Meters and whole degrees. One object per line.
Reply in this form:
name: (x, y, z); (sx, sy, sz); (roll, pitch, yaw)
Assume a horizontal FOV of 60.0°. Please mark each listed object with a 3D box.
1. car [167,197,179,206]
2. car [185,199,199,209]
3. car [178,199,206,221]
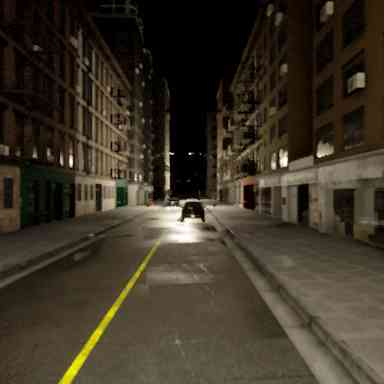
car: (-3.045, 1.574, 54.999); (2.128, 1.511, 4.902); (0, 0, 0)
car: (0.026, 1.664, 48.684); (1.895, 1.301, 4.718); (0, 0, 0)
car: (0.081, 1.527, 27.217); (1.837, 1.490, 4.892); (0, 0, 0)
